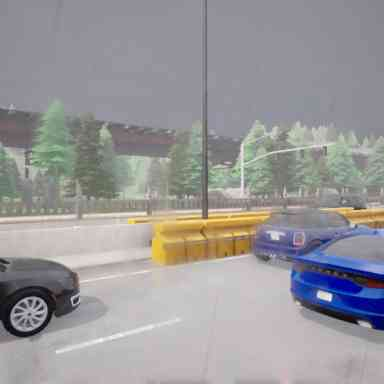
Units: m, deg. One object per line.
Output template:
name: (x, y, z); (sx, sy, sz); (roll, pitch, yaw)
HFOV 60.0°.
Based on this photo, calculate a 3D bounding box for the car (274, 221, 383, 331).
car: (4.091, 1.478, 6.669); (5.008, 1.535, 1.882); (0, 0, -36)

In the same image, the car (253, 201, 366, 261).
car: (4.185, 1.352, 11.037); (4.553, 1.767, 2.097); (0, 0, -36)

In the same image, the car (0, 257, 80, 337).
car: (-4.235, 1.505, 5.025); (4.892, 1.490, 1.837); (0, 0, -35)

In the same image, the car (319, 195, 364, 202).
car: (10.784, 1.223, 24.865); (5.566, 2.045, 2.150); (0, -1, -35)
